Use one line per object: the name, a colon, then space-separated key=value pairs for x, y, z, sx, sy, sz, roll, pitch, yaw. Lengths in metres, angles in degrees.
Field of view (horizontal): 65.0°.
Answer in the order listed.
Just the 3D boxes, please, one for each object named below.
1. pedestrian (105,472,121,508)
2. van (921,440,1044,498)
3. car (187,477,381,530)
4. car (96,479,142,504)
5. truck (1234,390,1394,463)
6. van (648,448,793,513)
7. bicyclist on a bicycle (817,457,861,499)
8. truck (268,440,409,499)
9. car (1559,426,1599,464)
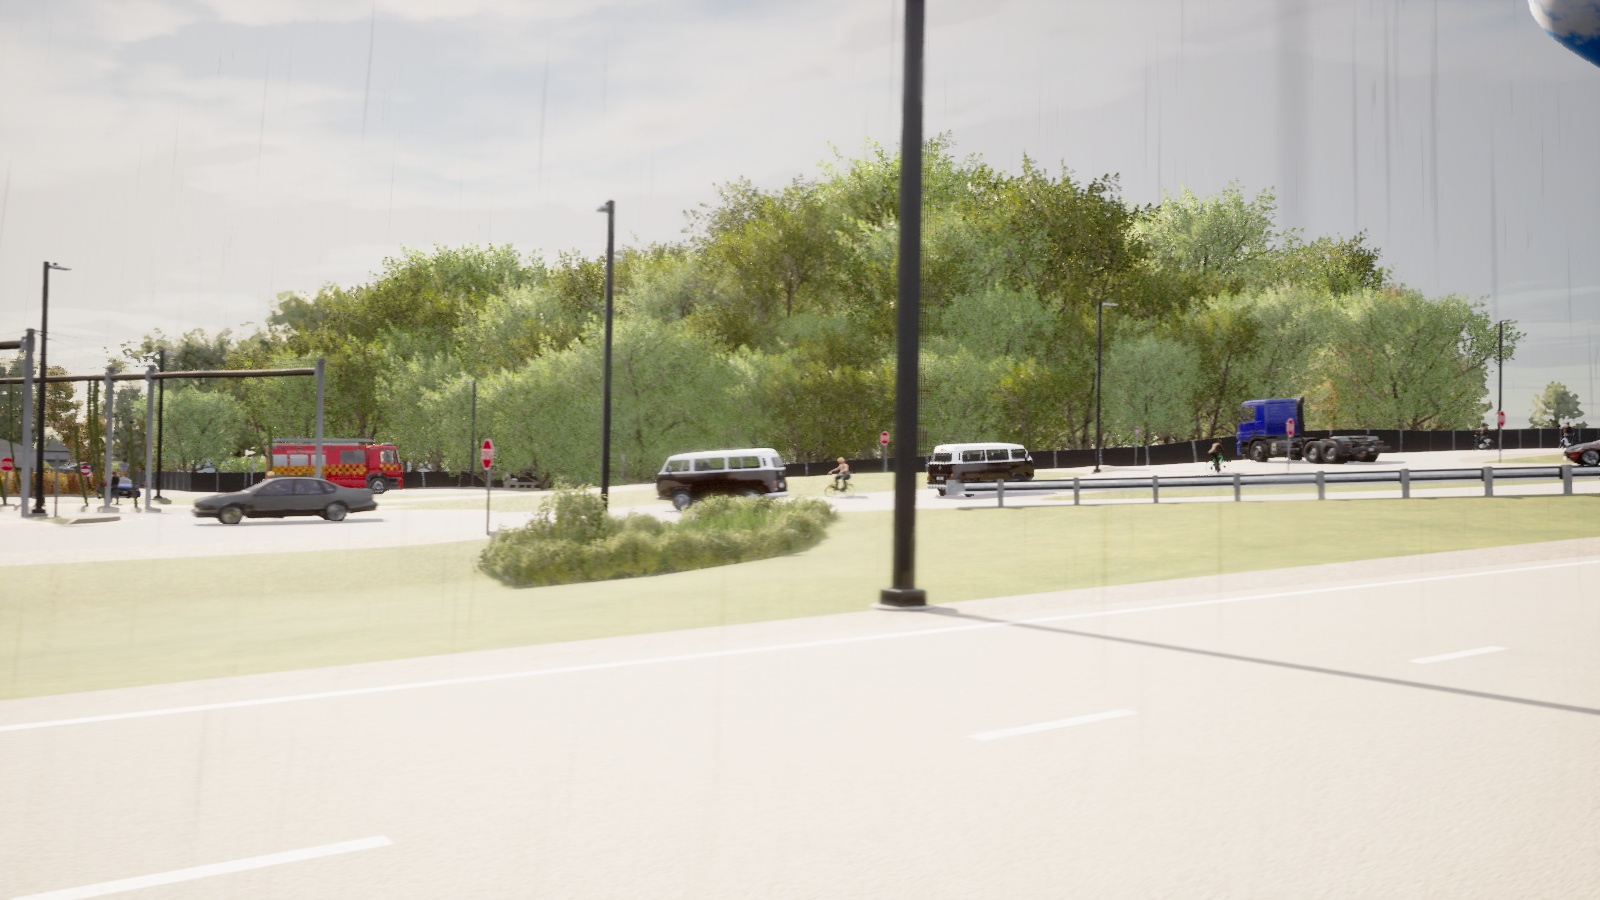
pedestrian: x=-36.442 y=2.110 z=66.595 sx=0.720 sy=1.854 sz=0.376 roll=0 pitch=-1 yaw=28
van: x=7.185 y=0.710 z=49.264 sx=4.480 sy=2.038 sz=2.069 roll=-3 pitch=1 yaw=-34
car: x=-16.034 y=1.615 z=39.086 sx=5.357 sy=1.411 sz=2.033 roll=-1 pitch=0 yaw=-29
car: x=-44.816 y=2.715 z=82.589 sx=1.882 sy=1.535 sz=5.008 roll=0 pitch=-1 yaw=-38
truck: x=26.514 y=-1.189 z=65.282 sx=2.891 sy=3.462 sz=7.936 roll=-3 pitch=1 yaw=-22
van: x=-2.714 y=1.046 z=43.280 sx=4.480 sy=2.038 sz=2.069 roll=-3 pitch=-1 yaw=16
bicyclist on a bicycle: x=1.545 y=1.096 z=49.588 sx=1.509 sy=1.612 sz=0.866 roll=-2 pitch=1 yaw=-35
truck: x=-30.997 y=1.296 z=84.488 sx=8.468 sy=3.827 sz=2.891 roll=0 pitch=-1 yaw=-31
car: x=34.651 y=-0.269 z=52.381 sx=4.792 sy=1.488 sz=2.163 roll=-2 pitch=0 yaw=20
